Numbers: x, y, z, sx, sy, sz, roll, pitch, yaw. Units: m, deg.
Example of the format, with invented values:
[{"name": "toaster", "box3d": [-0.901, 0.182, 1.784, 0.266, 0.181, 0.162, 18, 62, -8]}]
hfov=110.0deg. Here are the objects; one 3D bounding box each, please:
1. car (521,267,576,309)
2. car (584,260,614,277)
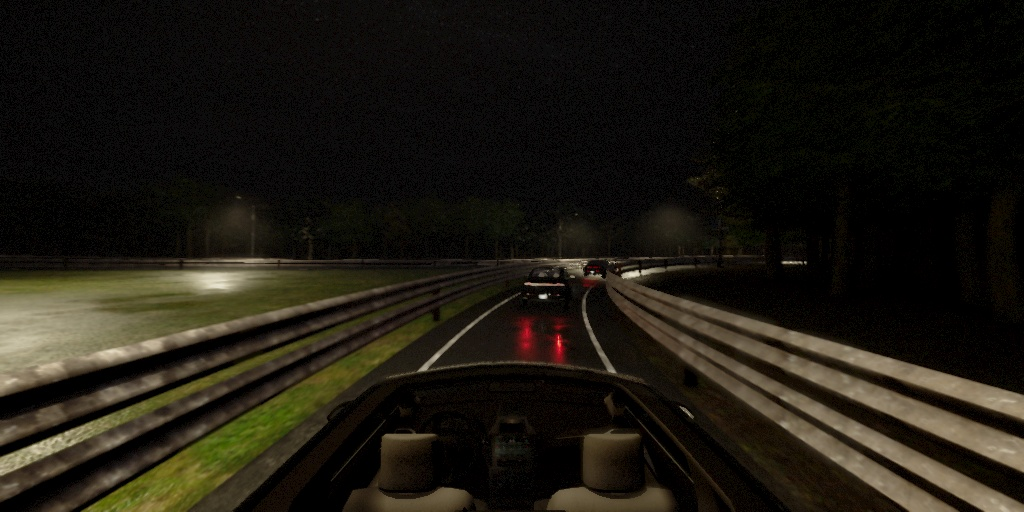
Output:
[{"name": "car", "box3d": [1.580, 1.210, 15.011, 2.128, 1.511, 4.902, 1, 0, 11]}, {"name": "car", "box3d": [8.147, 1.138, 33.472, 1.837, 1.490, 4.892, 0, 0, 28]}]
